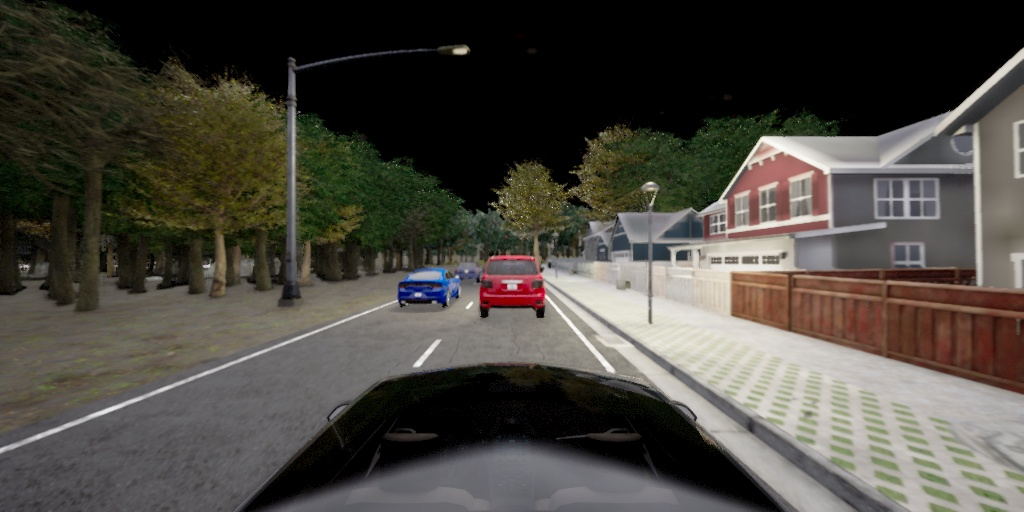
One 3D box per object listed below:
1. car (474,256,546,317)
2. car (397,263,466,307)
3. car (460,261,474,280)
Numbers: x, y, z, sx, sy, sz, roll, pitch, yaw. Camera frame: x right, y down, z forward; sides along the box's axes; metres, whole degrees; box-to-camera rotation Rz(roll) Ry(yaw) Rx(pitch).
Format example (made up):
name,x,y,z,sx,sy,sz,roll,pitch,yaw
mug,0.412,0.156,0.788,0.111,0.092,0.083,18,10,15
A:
name,x,y,z,sx,sy,sz,roll,pitch,yaw
car,0.034,1.015,13.473,2.150,2.045,5.566,0,0,1
car,-3.447,1.277,15.704,1.882,1.535,5.008,0,0,0
car,-3.459,1.199,29.516,2.097,1.767,4.553,0,0,0
